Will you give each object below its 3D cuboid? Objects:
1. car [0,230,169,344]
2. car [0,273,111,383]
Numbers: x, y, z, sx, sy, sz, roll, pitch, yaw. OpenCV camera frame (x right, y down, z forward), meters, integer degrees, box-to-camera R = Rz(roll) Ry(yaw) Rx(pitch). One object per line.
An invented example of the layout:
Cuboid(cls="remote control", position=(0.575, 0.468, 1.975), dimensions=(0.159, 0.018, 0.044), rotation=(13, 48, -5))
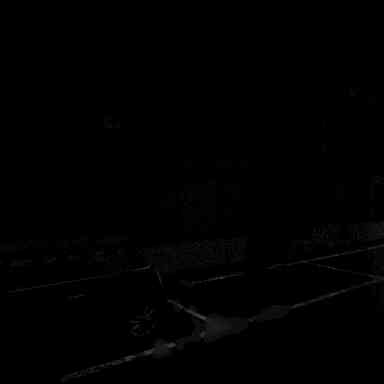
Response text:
Cuboid(cls="car", position=(-2.455, 1.440, 4.784), dimensions=(4.097, 1.590, 1.967), rotation=(0, 0, -35))
Cuboid(cls="car", position=(-2.705, 1.564, 1.453), dimensions=(4.181, 1.385, 1.994), rotation=(0, 0, -35))
